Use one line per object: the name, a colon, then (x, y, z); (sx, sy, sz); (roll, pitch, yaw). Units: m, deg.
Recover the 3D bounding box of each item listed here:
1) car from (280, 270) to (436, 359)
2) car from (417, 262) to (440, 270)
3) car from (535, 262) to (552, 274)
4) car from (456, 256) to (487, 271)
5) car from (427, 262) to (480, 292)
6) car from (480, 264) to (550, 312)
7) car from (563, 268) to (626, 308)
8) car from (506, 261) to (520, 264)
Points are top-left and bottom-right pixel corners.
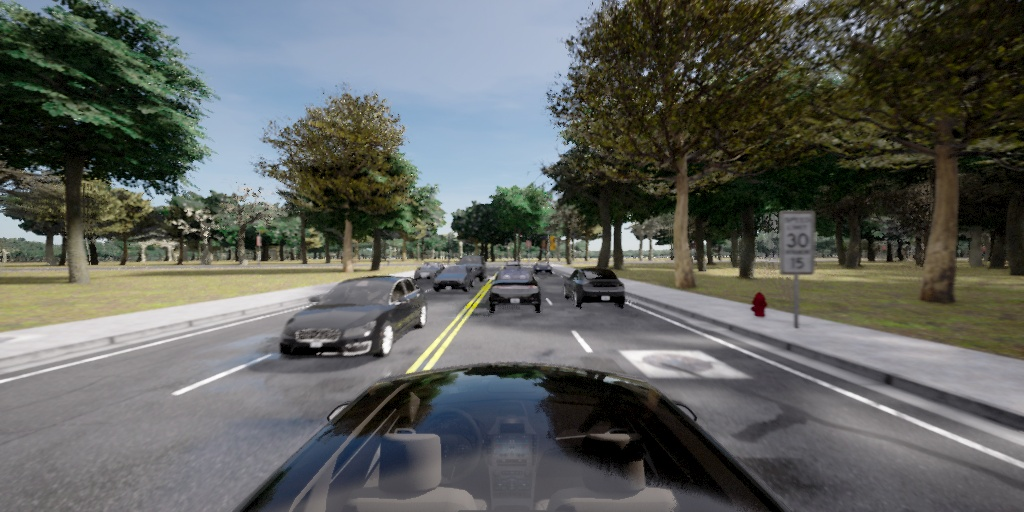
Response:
car: (-3.341, 1.257, 8.550); (1.837, 1.490, 4.892); (0, 0, 0)
car: (-6.492, 1.249, 29.057); (2.128, 1.511, 4.902); (0, 0, 0)
car: (3.363, 1.343, 40.366); (1.895, 1.301, 4.718); (0, 0, 0)
car: (-3.242, 0.981, 29.145); (2.150, 2.045, 5.566); (0, 0, 0)
car: (-3.325, 1.303, 21.497); (2.033, 1.411, 5.357); (0, 0, 0)
car: (0.103, 1.245, 14.141); (2.128, 1.511, 4.902); (0, 0, 0)
car: (3.355, 1.259, 15.271); (1.837, 1.490, 4.892); (0, 0, 0)
car: (0.077, 1.238, 37.293); (2.128, 1.511, 4.902); (0, 0, 0)
